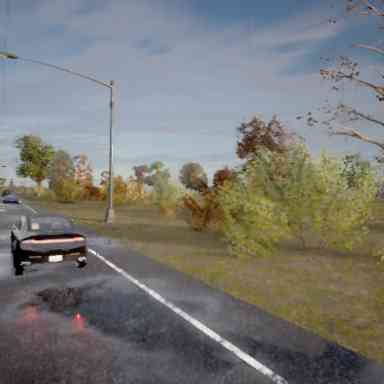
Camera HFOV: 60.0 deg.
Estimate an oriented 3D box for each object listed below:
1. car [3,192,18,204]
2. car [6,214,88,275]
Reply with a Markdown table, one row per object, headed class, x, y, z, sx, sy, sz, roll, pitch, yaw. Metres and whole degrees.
| class | x | y | z | sx | sy | sz | roll | pitch | yaw |
| --- | --- | --- | --- | --- | --- | --- | --- | --- | --- |
| car | -28.679 | 1.170 | 52.749 | 1.994 | 1.385 | 4.181 | 1 | 0 | -30 |
| car | -4.617 | 1.438 | 10.461 | 2.128 | 1.511 | 4.902 | 1 | 0 | -30 |
